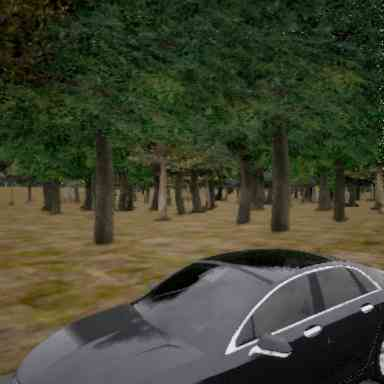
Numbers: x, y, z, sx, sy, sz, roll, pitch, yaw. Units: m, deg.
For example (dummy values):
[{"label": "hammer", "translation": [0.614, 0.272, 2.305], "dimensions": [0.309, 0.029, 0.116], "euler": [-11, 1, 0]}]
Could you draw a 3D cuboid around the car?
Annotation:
[{"label": "car", "translation": [0.669, 1.505, 3.834], "dimensions": [4.892, 1.490, 1.837], "euler": [0, 0, -35]}]
